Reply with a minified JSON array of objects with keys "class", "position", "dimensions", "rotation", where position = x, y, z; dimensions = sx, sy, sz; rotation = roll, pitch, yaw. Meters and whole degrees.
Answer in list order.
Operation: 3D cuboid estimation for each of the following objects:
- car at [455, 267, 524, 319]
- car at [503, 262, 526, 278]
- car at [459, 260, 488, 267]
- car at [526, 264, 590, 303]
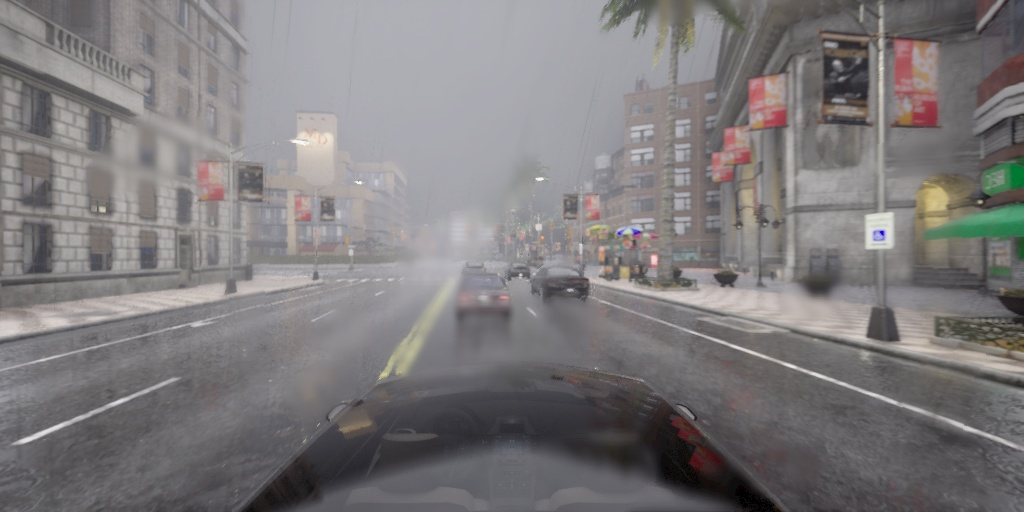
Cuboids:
[{"class":"car","position":[-1.046,1.289,12.838],"dimensions":[2.033,1.411,5.357],"rotation":[0,0,-6]},{"class":"car","position":[0.420,1.217,30.343],"dimensions":[1.837,1.490,4.892],"rotation":[0,0,-6]},{"class":"car","position":[-3.052,1.222,29.891],"dimensions":[2.128,1.511,4.902],"rotation":[0,0,-6]},{"class":"car","position":[2.066,1.198,16.559],"dimensions":[1.882,1.535,5.008],"rotation":[0,0,-6]}]
